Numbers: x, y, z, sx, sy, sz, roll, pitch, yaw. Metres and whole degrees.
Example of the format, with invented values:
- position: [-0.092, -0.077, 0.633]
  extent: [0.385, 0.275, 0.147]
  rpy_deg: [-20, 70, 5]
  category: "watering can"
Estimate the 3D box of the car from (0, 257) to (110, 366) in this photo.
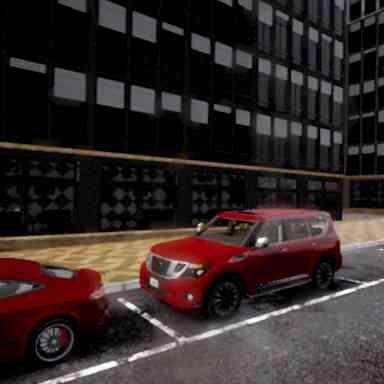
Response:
- position: [-3.176, 1.581, 4.281]
  extent: [4.206, 1.307, 1.802]
  rpy_deg: [0, 1, -35]
  category: "car"

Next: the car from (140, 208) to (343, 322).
- position: [1.371, 1.340, 7.510]
  extent: [5.009, 1.841, 2.192]
  rpy_deg: [0, 1, -35]
  category: "car"
